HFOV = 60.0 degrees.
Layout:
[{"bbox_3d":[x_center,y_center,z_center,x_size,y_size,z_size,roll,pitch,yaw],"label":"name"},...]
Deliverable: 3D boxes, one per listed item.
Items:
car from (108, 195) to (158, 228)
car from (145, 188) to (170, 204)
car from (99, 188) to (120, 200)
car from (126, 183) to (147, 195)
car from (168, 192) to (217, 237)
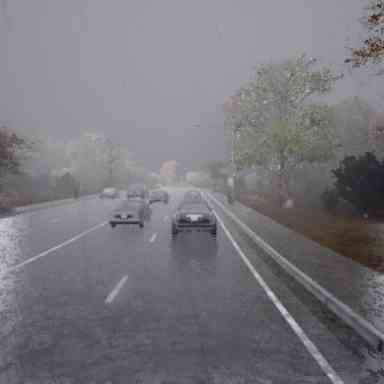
[{"bbox_3d":[-3.480,1.194,19.607,2.033,1.411,5.357,0,2,0],"label":"car"},{"bbox_3d":[-3.426,0.533,35.873,2.033,1.411,5.357,0,2,0],"label":"car"},{"bbox_3d":[-10.572,0.220,43.045,1.812,1.442,4.674,0,2,0],"label":"car"},{"bbox_3d":[-7.070,-0.105,43.600,2.150,2.045,5.566,0,2,0],"label":"car"},{"bbox_3d":[0.104,1.110,16.881,2.097,1.767,4.553,0,2,0],"label":"car"}]
